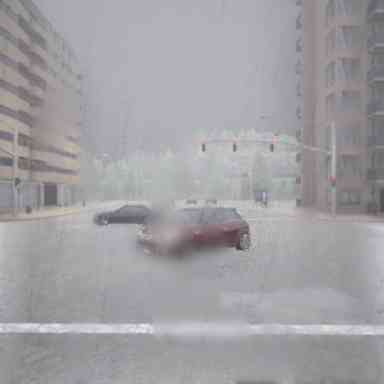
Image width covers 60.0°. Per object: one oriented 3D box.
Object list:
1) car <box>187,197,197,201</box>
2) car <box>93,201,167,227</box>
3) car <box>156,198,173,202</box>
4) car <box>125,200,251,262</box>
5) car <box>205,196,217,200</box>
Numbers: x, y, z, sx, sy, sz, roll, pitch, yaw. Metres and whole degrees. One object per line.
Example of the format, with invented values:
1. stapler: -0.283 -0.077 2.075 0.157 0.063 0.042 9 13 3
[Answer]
1. car: -0.013 1.567 60.198 1.812 1.442 4.674 0 0 0
2. car: -4.126 1.541 22.060 4.674 1.442 1.812 0 0 1
3. car: -3.577 1.553 38.891 1.812 1.442 4.674 0 0 0
4. car: 0.142 1.361 12.348 4.553 1.767 2.097 0 0 -43
5. car: 3.487 1.547 60.199 1.837 1.490 4.892 0 0 0
